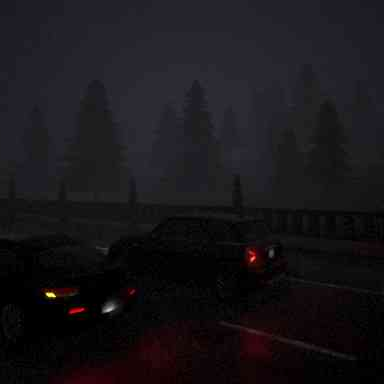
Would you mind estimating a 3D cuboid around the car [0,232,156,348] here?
[{"bbox_3d":[-3.074,1.478,6.187,4.674,1.442,1.812,1,0,36],"label":"car"}]

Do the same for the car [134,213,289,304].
[{"bbox_3d":[-0.038,1.314,8.319,4.553,1.767,2.097,1,0,36],"label":"car"}]
